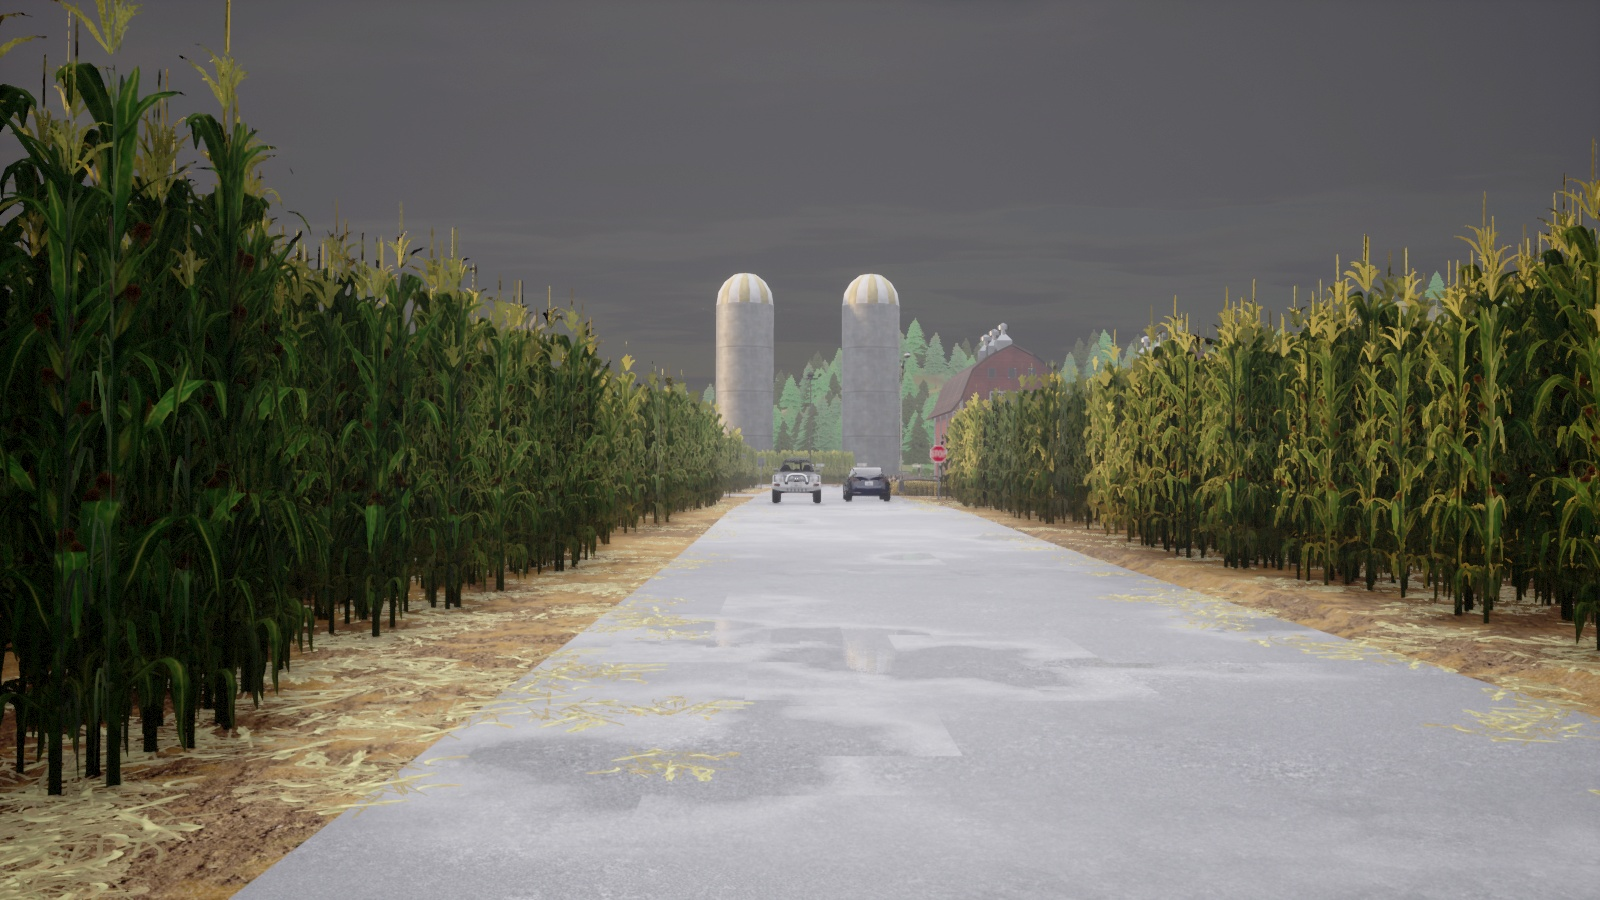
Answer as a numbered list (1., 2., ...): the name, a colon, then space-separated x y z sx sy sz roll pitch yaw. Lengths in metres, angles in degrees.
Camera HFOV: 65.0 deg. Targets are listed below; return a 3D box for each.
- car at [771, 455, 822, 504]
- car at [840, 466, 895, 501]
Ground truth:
1. car: -0.116 1.192 50.001 1.932 1.855 4.605 0 -2 0
2. car: 2.962 1.484 56.122 2.163 1.488 4.792 0 -1 0
